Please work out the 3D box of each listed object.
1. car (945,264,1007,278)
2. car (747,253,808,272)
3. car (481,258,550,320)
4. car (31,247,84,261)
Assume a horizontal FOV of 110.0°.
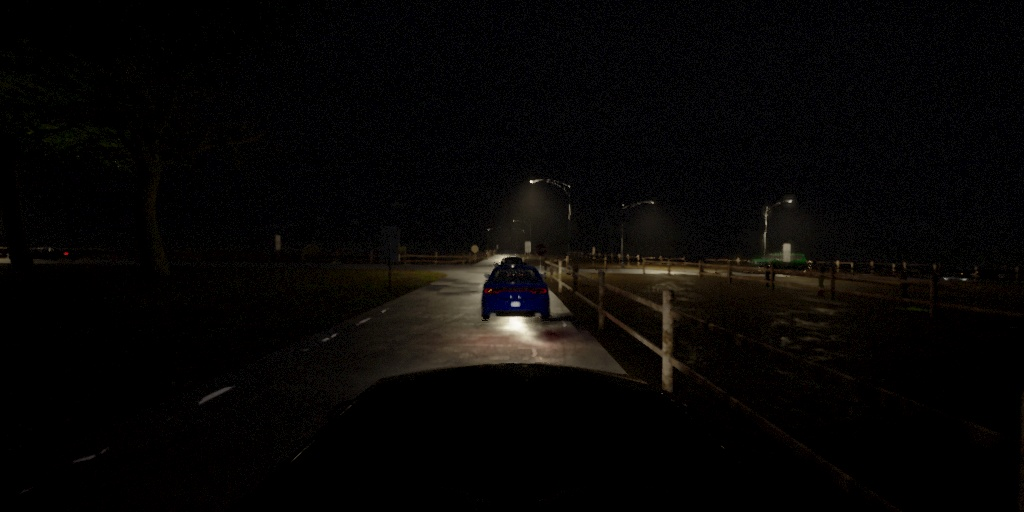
[{"bbox_3d":[48.713,1.579,37.656,4.892,1.490,1.837,2,2,0],"label":"car"},{"bbox_3d":[27.810,0.744,37.595,5.566,2.045,2.150,1,2,-1],"label":"car"},{"bbox_3d":[0.100,1.007,11.552,1.882,1.535,5.008,0,1,0],"label":"car"},{"bbox_3d":[-47.802,-0.249,37.061,5.357,1.411,2.033,1,2,0],"label":"car"}]
